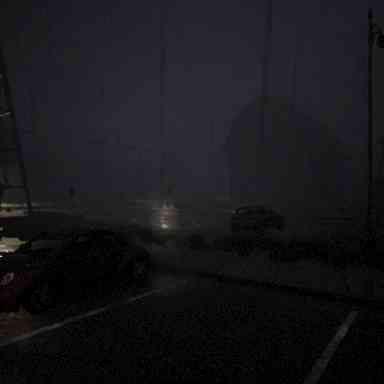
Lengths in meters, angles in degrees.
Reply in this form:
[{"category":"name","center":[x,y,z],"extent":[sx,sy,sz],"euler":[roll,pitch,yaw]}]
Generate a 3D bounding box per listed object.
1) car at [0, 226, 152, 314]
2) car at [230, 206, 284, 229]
[{"category":"car","center":[-2.756,1.508,7.548],"extent":[1.784,1.438,3.905],"euler":[0,0,36]},{"category":"car","center":[3.723,1.490,18.727],"extent":[1.816,1.474,4.193],"euler":[0,0,36]}]
